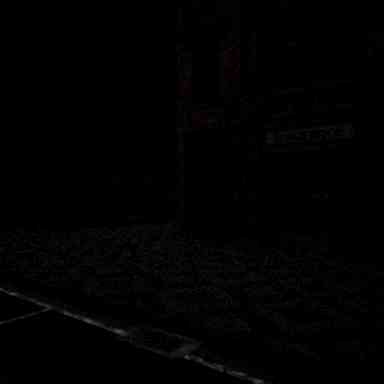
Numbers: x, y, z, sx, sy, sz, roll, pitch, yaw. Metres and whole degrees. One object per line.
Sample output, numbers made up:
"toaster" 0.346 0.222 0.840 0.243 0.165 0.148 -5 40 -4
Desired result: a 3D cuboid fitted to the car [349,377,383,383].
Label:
"car" 2.492 1.571 1.078 4.313 1.339 1.947 0 0 36
